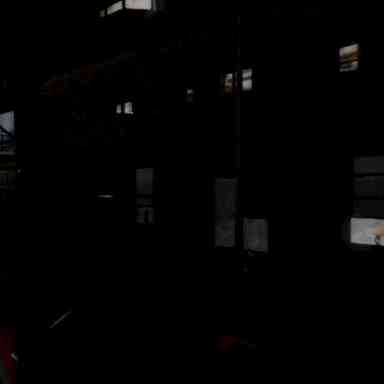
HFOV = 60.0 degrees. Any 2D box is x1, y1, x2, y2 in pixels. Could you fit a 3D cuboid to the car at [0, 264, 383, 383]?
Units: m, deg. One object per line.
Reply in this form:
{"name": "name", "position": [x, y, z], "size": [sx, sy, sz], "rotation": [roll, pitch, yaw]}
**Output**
{"name": "car", "position": [-0.325, 1.437, 3.099], "size": [4.097, 1.590, 1.967], "rotation": [0, 0, 35]}
